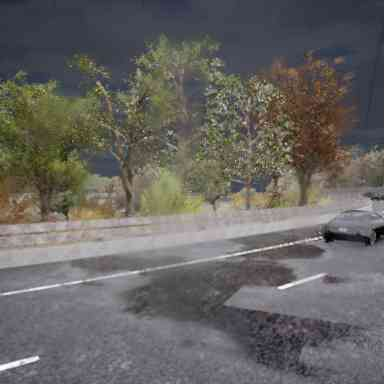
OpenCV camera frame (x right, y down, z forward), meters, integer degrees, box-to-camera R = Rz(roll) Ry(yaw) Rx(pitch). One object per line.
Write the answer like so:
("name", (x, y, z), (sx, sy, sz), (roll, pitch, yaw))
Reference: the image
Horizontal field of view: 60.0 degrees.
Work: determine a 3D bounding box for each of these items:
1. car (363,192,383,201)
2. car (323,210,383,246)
("car", (38.523, 0.919, 71.541), (2.150, 2.045, 5.566), (0, 0, 8))
("car", (7.639, 1.509, 15.038), (4.181, 1.385, 1.994), (0, 0, -44))
